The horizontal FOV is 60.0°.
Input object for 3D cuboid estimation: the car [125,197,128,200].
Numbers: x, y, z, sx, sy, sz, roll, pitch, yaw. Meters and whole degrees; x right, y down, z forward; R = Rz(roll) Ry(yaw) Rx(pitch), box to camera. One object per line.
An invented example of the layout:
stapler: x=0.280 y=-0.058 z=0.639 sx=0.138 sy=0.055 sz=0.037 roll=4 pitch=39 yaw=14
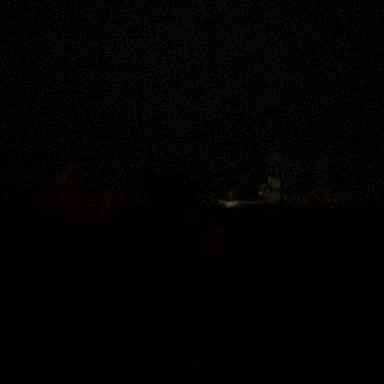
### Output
car: x=-13.683 y=1.819 z=67.869 sx=1.837 sy=1.490 sz=4.892 roll=-1 pitch=-1 yaw=36
